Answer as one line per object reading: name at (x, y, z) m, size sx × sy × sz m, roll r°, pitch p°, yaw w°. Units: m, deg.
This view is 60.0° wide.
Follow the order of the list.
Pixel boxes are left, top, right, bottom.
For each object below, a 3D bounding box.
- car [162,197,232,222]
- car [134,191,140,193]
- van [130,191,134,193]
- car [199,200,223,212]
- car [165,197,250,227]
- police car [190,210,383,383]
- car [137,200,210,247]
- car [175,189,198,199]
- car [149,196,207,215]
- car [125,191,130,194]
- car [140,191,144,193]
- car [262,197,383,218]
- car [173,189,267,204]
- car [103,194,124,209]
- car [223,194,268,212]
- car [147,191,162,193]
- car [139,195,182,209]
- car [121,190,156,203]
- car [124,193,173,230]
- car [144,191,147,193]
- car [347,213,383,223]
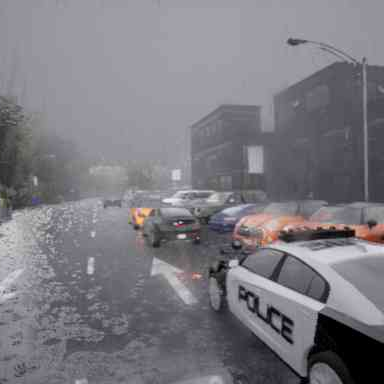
car at (0.420, 1.189, 24.274) m, size 4.792 × 1.488 × 2.163 m, roll -1°, pitch 1°, yaw -36°
car at (-4.428, 0.962, 41.643) m, size 4.553 × 1.767 × 2.185 m, roll -1°, pitch 1°, yaw -36°
van at (-6.010, 0.842, 47.481) m, size 4.442 × 1.987 × 1.878 m, roll -1°, pitch 0°, yaw -36°
car at (2.887, 1.246, 15.626) m, size 4.674 × 1.452 × 2.002 m, roll -1°, pitch 0°, yaw -36°
car at (1.109, 1.173, 21.291) m, size 5.366 × 1.575 × 1.946 m, roll -1°, pitch 1°, yaw -36°
police car at (1.678, 1.313, 4.694) m, size 1.930 × 1.638 × 5.238 m, roll -2°, pitch 1°, yaw -16°
car at (-1.022, 1.334, 14.209) m, size 1.837 × 1.490 × 4.892 m, roll -2°, pitch 1°, yaw -16°
car at (-1.317, 0.407, 77.919) m, size 2.435 × 2.045 × 5.566 m, roll -2°, pitch 1°, yaw -37°
car at (-1.207, 1.162, 30.051) m, size 4.792 × 1.488 × 2.163 m, roll -1°, pitch 1°, yaw -36°
car at (-7.900, 1.050, 53.077) m, size 5.366 × 1.575 × 1.946 m, roll -1°, pitch 1°, yaw -36°
car at (-2.851, 0.984, 35.836) m, size 4.553 × 1.767 × 2.185 m, roll -1°, pitch 0°, yaw -36°
car at (4.551, 1.115, 9.863) m, size 4.553 × 1.767 × 2.185 m, roll -1°, pitch 1°, yaw -36°
car at (2.065, 0.938, 18.486) m, size 5.566 × 2.045 × 2.435 m, roll -1°, pitch 1°, yaw -36°
car at (-10.115, 1.085, 42.011) m, size 2.097 × 1.767 × 4.553 m, roll -2°, pitch 1°, yaw -15°
car at (3.733, 1.097, 12.750) m, size 4.553 × 1.767 × 2.185 m, roll -1°, pitch 1°, yaw -36°
car at (-0.396, 0.894, 27.161) m, size 5.566 × 2.045 × 2.435 m, roll -1°, pitch 1°, yaw -36°
car at (-3.636, 1.138, 38.742) m, size 4.674 × 1.452 × 2.002 m, roll -1°, pitch 1°, yaw -36°
car at (-9.395, 0.781, 58.986) m, size 5.566 × 2.045 × 2.435 m, roll -1°, pitch 0°, yaw -36°
car at (-2.652, 1.148, 19.952) m, size 2.097 × 1.767 × 4.553 m, roll -2°, pitch 1°, yaw -16°
car at (-2.035, 0.995, 32.948) m, size 4.553 × 1.767 × 2.185 m, roll -1°, pitch 0°, yaw -36°
car at (5.320, 1.290, 6.943) m, size 4.792 × 1.488 × 2.163 m, roll -1°, pitch 1°, yaw -36°
